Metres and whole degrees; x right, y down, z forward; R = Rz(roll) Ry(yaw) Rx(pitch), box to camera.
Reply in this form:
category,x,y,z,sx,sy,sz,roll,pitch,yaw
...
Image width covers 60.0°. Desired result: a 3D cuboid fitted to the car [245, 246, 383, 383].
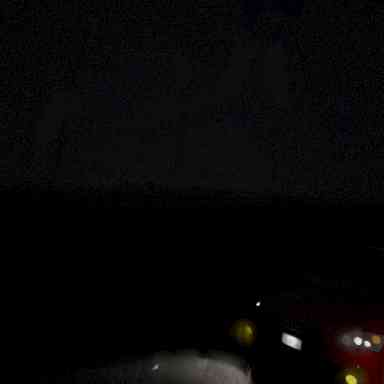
category,x,y,z,sx,sy,sz,roll,pitch,yaw
car,2.797,1.580,5.069,4.181,1.385,1.994,0,0,-35
